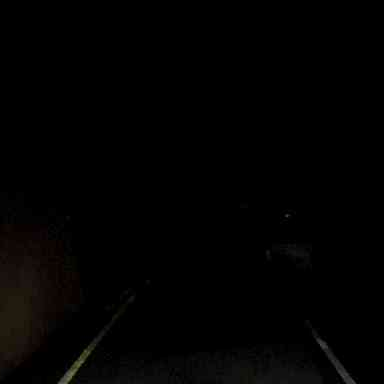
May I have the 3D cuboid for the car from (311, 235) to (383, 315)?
[{"bbox_3d":[4.144,1.632,7.494,1.895,1.301,4.718,0,0,6],"label":"car"}]

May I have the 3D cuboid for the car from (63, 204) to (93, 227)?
[{"bbox_3d":[-8.130,1.504,21.173,2.128,1.511,4.902,0,0,10],"label":"car"}]

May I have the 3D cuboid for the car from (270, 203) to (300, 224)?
[{"bbox_3d":[7.201,1.558,25.999,1.882,1.535,5.008,0,0,10],"label":"car"}]

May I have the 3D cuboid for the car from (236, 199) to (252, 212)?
[{"bbox_3d":[6.438,1.586,41.265,1.882,1.535,5.008,0,0,10],"label":"car"}]
